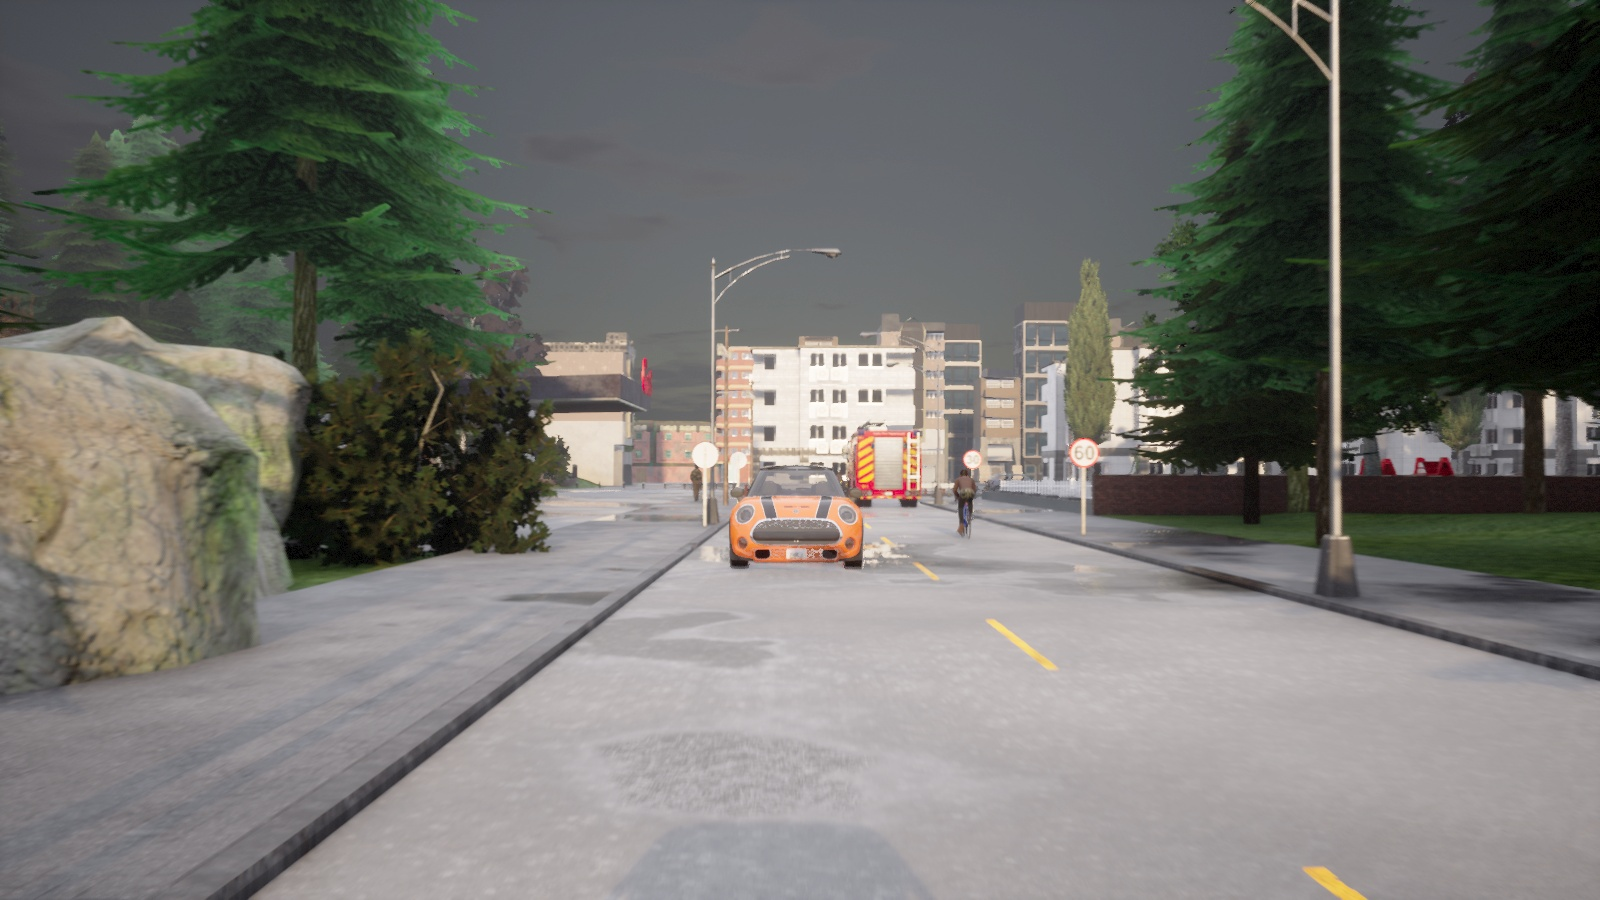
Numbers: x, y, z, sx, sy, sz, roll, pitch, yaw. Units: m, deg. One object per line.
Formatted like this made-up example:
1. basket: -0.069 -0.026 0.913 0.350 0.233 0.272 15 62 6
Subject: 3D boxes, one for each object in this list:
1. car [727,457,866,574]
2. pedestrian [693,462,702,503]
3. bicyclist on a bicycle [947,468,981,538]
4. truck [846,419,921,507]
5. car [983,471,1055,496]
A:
1. car: -0.054 1.032 21.285 2.097 1.767 4.553 0 -1 0
2. pedestrian: -4.962 1.566 60.673 0.395 1.930 0.692 0 -1 -4
3. bicyclist on a bicycle: 3.915 1.257 30.014 0.582 1.620 1.656 0 -1 0
4. truck: 3.803 0.625 58.774 2.891 3.827 8.468 0 -1 0
5. car: 13.111 1.997 75.384 3.806 1.475 1.970 0 -1 -8
